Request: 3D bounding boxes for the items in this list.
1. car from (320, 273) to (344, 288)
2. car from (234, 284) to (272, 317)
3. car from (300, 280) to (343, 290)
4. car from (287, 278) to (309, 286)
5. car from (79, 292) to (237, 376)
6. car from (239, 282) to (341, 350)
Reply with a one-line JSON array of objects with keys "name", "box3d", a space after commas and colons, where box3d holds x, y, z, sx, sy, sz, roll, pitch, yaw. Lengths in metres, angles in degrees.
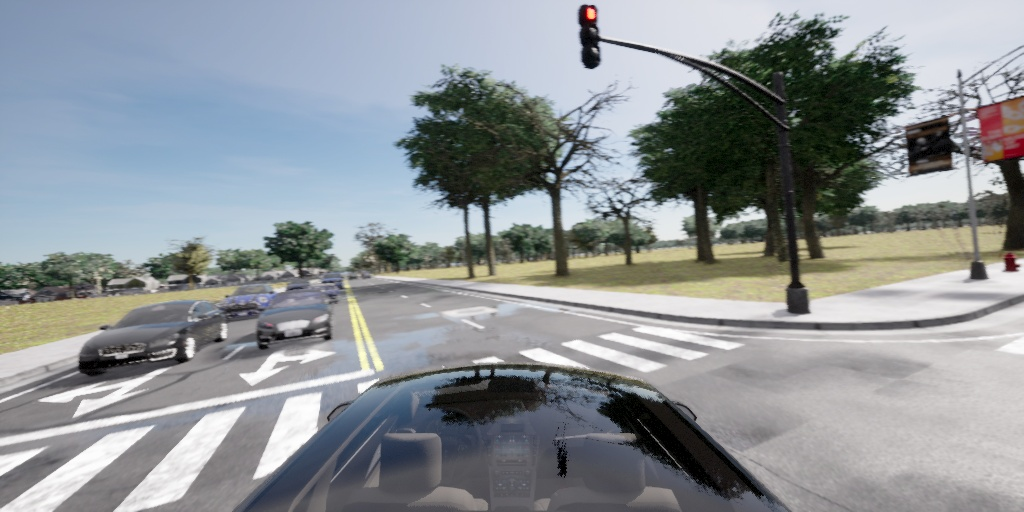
[{"name": "car", "box3d": [-20.937, 2.993, 41.888, 2.150, 2.045, 5.566, -4, -1, -25]}, {"name": "car", "box3d": [-14.089, 2.353, 19.476, 2.097, 1.767, 4.553, -4, -1, -25]}, {"name": "car", "box3d": [-12.362, 2.509, 23.466, 1.895, 1.301, 4.718, -4, -1, -24]}, {"name": "car", "box3d": [-23.248, 3.264, 39.164, 2.097, 1.767, 4.553, -4, -1, -25]}, {"name": "car", "box3d": [-9.698, 2.073, 10.143, 1.837, 1.490, 4.892, -4, -1, -25]}, {"name": "car", "box3d": [-6.827, 1.857, 11.641, 2.128, 1.511, 4.902, -4, -1, -26]}]
